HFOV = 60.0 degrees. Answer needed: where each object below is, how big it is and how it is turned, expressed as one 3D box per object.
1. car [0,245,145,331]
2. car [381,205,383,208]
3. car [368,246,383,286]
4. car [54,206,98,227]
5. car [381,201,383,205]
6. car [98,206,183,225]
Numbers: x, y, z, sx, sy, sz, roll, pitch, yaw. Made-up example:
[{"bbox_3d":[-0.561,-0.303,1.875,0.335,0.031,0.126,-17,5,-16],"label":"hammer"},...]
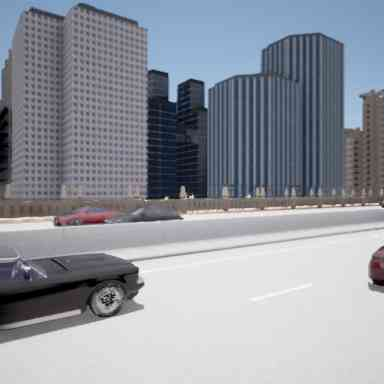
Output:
[{"bbox_3d":[-3.243,1.601,5.733,4.718,1.301,1.895,0,0,-36],"label":"car"},{"bbox_3d":[11.612,1.492,16.334,4.902,1.511,2.128,0,0,-36],"label":"car"},{"bbox_3d":[6.184,1.564,8.160,4.181,1.385,1.994,0,0,-36],"label":"car"},{"bbox_3d":[-6.412,1.564,20.916,4.181,1.385,1.994,0,0,-36],"label":"car"},{"bbox_3d":[27.668,1.354,45.179,4.553,1.767,2.097,0,0,-35],"label":"car"},{"bbox_3d":[-2.698,1.526,19.266,4.674,1.442,1.812,0,0,-36],"label":"car"}]
